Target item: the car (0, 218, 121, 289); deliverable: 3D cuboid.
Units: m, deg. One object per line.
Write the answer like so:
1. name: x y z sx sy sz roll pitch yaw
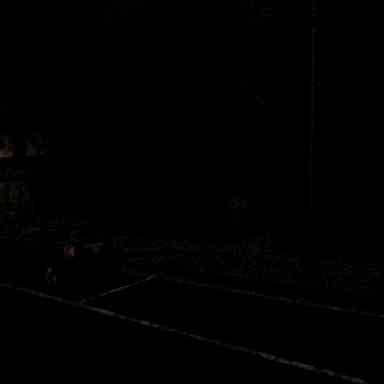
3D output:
1. car: -3.991 1.434 9.197 4.097 1.590 1.967 0 1 32
